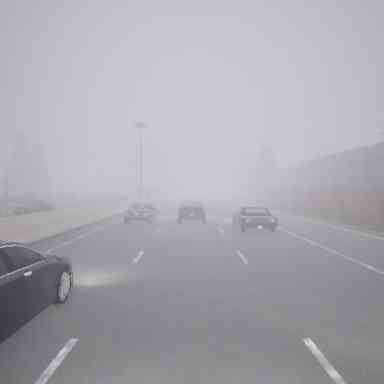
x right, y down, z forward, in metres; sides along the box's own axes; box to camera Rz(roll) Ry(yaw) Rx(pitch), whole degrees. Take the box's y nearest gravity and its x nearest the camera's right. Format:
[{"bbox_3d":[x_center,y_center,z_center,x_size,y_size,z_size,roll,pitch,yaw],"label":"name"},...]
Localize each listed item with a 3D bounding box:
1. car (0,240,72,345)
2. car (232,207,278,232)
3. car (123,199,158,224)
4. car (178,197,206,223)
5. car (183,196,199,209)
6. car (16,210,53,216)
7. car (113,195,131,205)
[{"bbox_3d":[-3.401,1.477,5.074,1.837,1.490,4.892,0,0,-1],"label":"car"},{"bbox_3d":[3.499,1.506,19.329,1.895,1.301,4.718,0,0,0],"label":"car"},{"bbox_3d":[-3.523,1.427,23.403,2.033,1.411,5.357,0,0,0],"label":"car"},{"bbox_3d":[-0.026,1.355,24.425,1.882,1.535,5.008,0,0,0],"label":"car"},{"bbox_3d":[-0.118,1.316,41.797,1.812,1.442,4.674,0,0,0],"label":"car"},{"bbox_3d":[-14.255,1.404,30.061,1.994,1.385,4.181,0,0,0],"label":"car"},{"bbox_3d":[-10.816,1.239,51.850,1.837,1.490,4.892,0,0,0],"label":"car"}]
